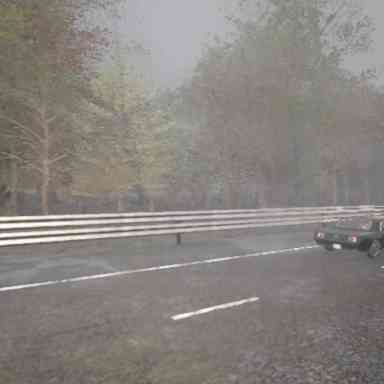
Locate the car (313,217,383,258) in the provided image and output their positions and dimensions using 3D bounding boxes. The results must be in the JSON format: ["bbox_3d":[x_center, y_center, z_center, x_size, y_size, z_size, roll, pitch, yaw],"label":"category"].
[{"bbox_3d":[6.901,1.626,12.849,4.718,1.301,1.895,0,0,-34],"label":"car"}]
